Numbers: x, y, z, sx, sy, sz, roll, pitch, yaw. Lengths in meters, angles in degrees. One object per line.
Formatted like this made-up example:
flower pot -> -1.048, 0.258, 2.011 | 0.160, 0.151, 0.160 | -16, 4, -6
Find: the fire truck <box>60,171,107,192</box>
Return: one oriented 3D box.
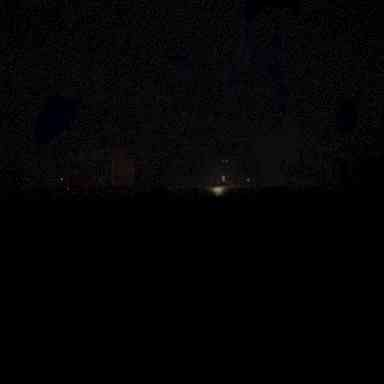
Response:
fire truck -> -19.902, -1.929, 61.534 | 2.891, 3.827, 8.468 | 3, 4, 35
